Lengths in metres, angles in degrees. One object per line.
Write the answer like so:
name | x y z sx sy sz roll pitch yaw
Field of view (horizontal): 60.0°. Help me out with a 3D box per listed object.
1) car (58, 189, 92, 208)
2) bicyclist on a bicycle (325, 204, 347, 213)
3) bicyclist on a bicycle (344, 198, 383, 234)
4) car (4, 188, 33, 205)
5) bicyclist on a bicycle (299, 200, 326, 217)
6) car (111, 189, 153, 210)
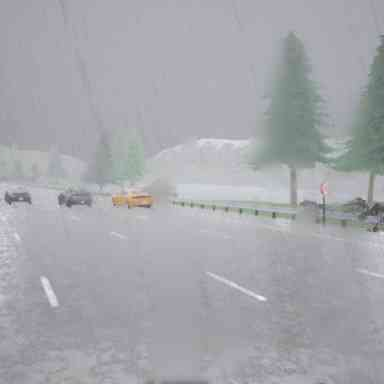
car | -9.623 0.465 27.224 2.128 1.511 4.902 -1 3 -33
bicyclist on a bicycle | 7.972 0.725 16.473 1.620 0.582 1.656 -23 7 -9
bicyclist on a bicycle | 7.778 1.002 14.132 1.620 1.656 0.582 -24 2 5
car | -16.102 0.338 30.772 1.812 1.442 4.674 -1 3 -33
bicyclist on a bicycle | 6.377 0.835 17.267 1.656 0.582 1.620 -17 31 -41
car | -4.819 0.507 26.344 1.882 1.535 5.008 -1 3 -33
